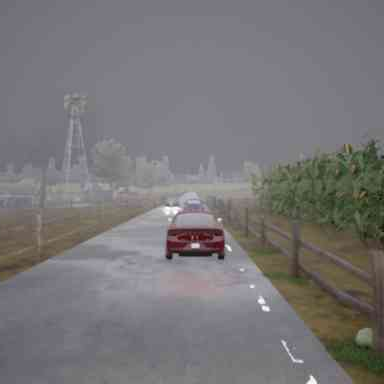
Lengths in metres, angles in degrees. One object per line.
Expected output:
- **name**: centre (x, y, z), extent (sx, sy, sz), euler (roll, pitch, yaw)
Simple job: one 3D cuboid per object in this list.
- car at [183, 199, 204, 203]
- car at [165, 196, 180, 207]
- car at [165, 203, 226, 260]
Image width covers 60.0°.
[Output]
- **car**: centre (0.156, 1.334, 30.127), extent (1.812, 1.442, 4.674), euler (0, 0, 0)
- **car**: centre (-2.731, 1.270, 46.126), extent (2.128, 1.511, 4.902), euler (0, 0, 0)
- **car**: centre (0.104, 1.380, 12.115), extent (1.882, 1.535, 5.008), euler (0, 1, 0)
